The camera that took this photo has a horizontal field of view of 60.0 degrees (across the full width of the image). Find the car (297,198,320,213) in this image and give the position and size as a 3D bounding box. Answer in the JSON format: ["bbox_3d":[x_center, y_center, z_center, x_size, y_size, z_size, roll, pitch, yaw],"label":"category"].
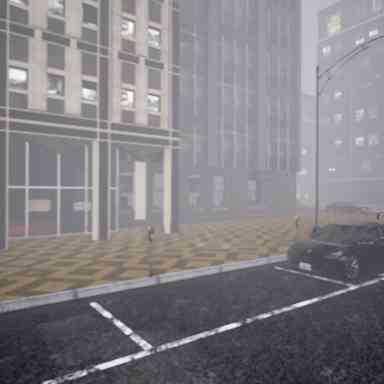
[{"bbox_3d":[11.602,1.471,36.055,1.752,1.417,4.829,1,0,-36],"label":"car"}]

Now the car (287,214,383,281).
[{"bbox_3d":[4.727,1.568,9.930,4.313,1.339,1.947,0,0,-36],"label":"car"}]

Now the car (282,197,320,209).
[{"bbox_3d":[14.911,1.504,45.819,1.752,1.417,4.829,0,0,-36],"label":"car"}]

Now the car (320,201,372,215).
[{"bbox_3d":[14.803,1.538,31.592,1.802,1.307,4.206,1,0,-36],"label":"car"}]
